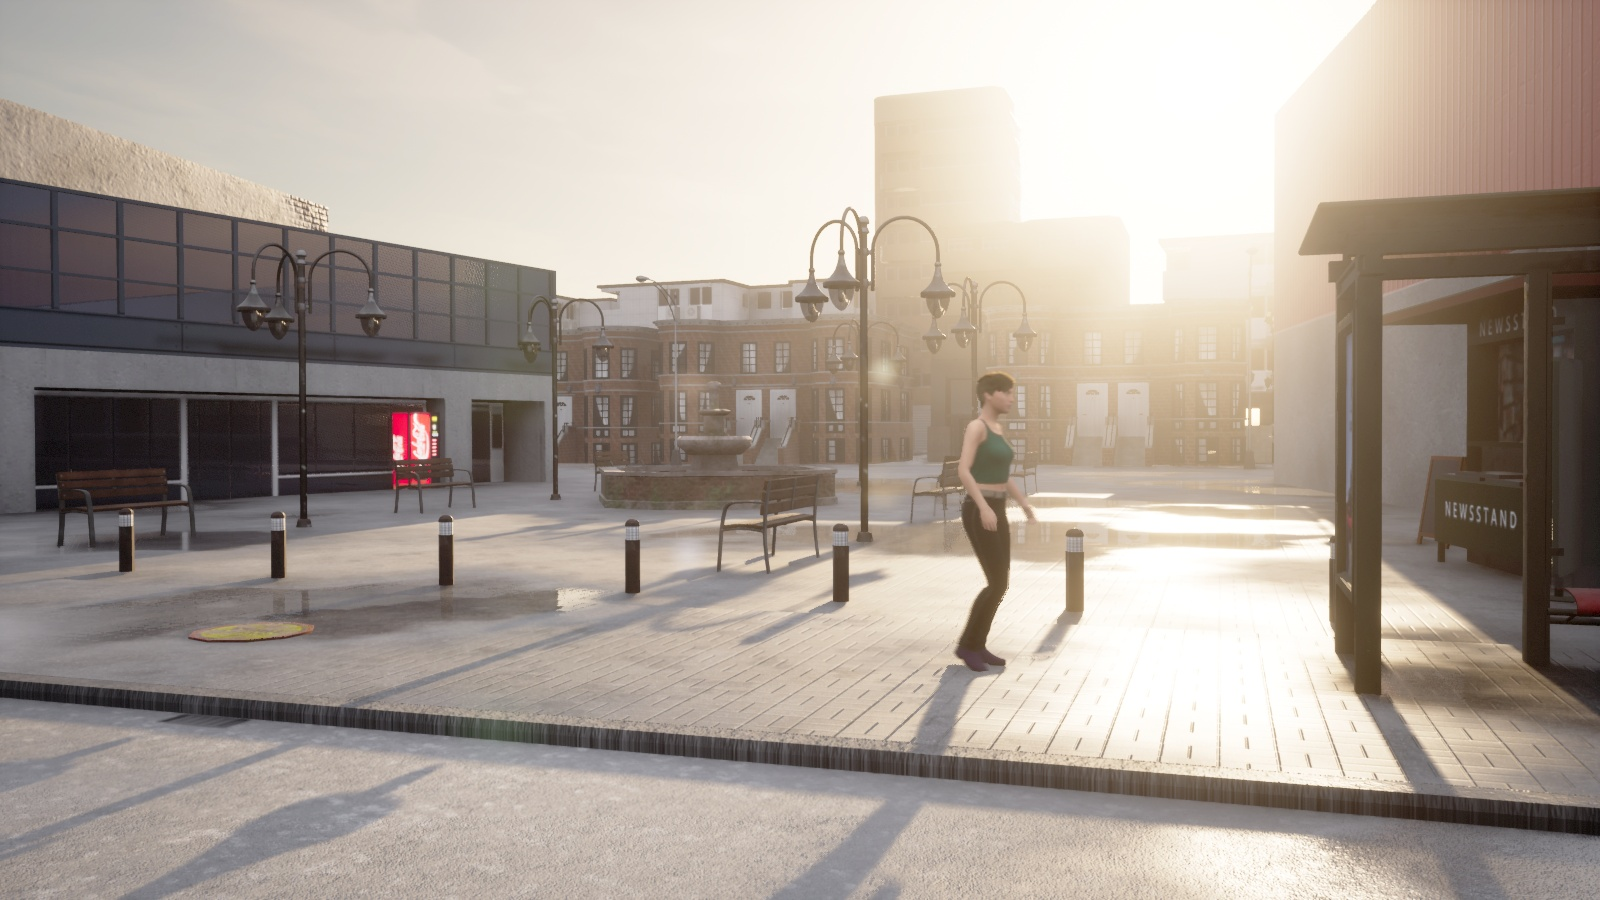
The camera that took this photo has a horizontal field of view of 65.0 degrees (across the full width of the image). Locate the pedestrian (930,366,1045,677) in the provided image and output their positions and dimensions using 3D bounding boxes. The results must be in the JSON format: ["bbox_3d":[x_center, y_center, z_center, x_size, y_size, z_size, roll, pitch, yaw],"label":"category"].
[{"bbox_3d":[1.148,0.417,7.693,0.594,1.836,0.345,1,1,34],"label":"pedestrian"}]
